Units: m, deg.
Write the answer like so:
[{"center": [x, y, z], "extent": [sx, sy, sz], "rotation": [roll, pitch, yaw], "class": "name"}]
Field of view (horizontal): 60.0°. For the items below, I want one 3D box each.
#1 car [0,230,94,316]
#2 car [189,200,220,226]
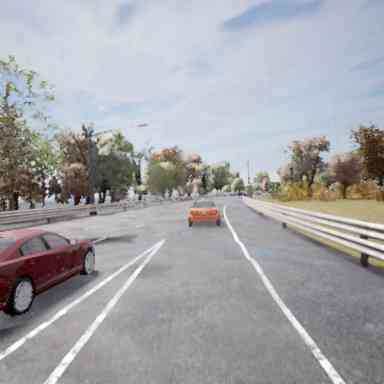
[{"center": [-4.029, 1.638, 7.950], "extent": [1.882, 1.535, 5.008], "rotation": [-2, 0, 7], "class": "car"}, {"center": [0.909, 1.353, 23.678], "extent": [2.097, 1.767, 4.553], "rotation": [-2, 0, 3], "class": "car"}]
